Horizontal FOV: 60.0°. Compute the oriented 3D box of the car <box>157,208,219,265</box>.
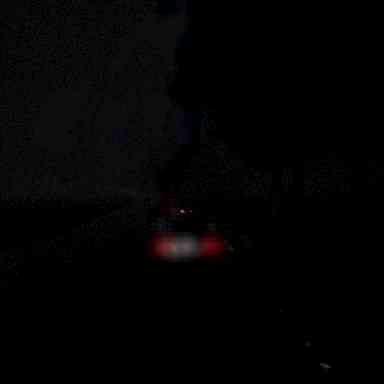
[{"bbox_3d":[-0.171,1.508,11.443,2.033,1.411,5.357,0,0,-1],"label":"car"}]

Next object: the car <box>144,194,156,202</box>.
[{"bbox_3d":[-7.450,1.118,58.772,1.994,1.385,4.181,0,1,-7],"label":"car"}]

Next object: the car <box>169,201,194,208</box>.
[{"bbox_3d":[-0.831,1.402,26.455,2.033,1.411,5.357,0,0,-3],"label":"car"}]
